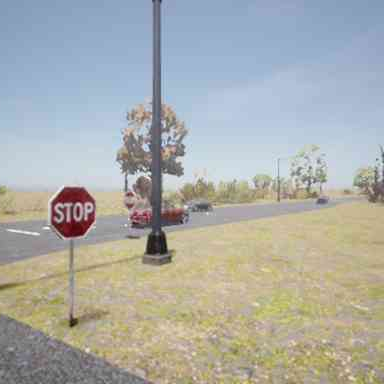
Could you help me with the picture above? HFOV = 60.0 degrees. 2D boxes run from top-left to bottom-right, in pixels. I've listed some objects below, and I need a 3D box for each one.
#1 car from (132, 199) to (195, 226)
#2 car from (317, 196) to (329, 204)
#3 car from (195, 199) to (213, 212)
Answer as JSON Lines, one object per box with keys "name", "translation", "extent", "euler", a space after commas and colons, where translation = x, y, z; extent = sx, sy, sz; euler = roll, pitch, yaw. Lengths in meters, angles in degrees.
{"name": "car", "translation": [-2.155, 1.416, 23.380], "extent": [2.097, 1.767, 4.553], "euler": [0, 0, 35]}
{"name": "car", "translation": [26.879, 1.700, 68.415], "extent": [1.837, 1.490, 4.892], "euler": [0, 0, 27]}
{"name": "car", "translation": [0.637, 1.593, 39.795], "extent": [2.128, 1.511, 4.902], "euler": [0, 0, 35]}
